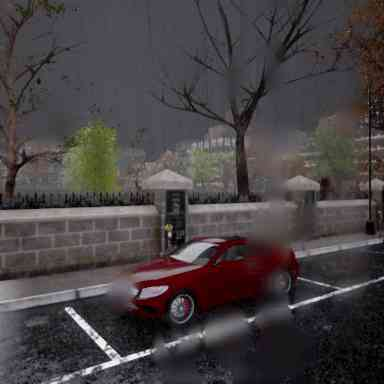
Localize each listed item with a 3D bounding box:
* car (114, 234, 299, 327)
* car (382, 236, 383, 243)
[{"bbox_3d":[0.505,1.581,6.929,4.206,1.307,1.802,0,0,-36],"label":"car"},{"bbox_3d":[9.372,1.524,13.267,4.829,1.417,1.752,0,0,-36],"label":"car"}]
